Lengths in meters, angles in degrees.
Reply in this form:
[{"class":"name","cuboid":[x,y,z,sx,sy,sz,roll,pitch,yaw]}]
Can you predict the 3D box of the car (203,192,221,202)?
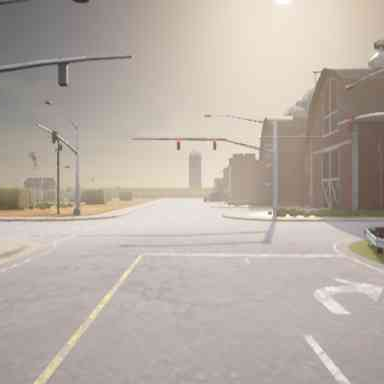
[{"class":"car","cuboid":[4.163,1.110,68.159,1.905,1.878,3.866,-8,3,-42]}]
